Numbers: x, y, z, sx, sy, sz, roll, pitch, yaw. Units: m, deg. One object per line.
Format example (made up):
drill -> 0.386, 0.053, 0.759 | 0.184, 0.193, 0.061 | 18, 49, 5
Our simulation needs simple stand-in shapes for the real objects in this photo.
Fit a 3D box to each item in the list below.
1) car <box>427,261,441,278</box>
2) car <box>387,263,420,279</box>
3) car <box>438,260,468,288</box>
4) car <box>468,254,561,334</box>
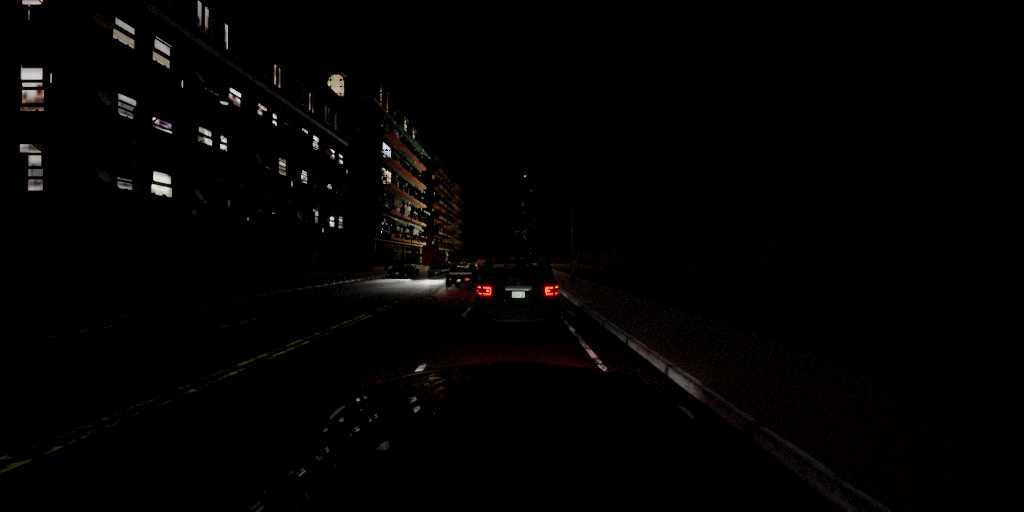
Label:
car -> -6.580, 1.245, 33.532 | 2.128, 1.511, 4.902 | 0, 0, 0
car -> -9.830, 1.318, 32.650 | 1.994, 1.385, 4.181 | 0, 0, 0
car -> -3.135, 1.244, 23.648 | 2.128, 1.511, 4.902 | 0, 0, 0
car -> 0.109, 0.973, 10.825 | 2.150, 2.045, 5.566 | 0, 0, -1
